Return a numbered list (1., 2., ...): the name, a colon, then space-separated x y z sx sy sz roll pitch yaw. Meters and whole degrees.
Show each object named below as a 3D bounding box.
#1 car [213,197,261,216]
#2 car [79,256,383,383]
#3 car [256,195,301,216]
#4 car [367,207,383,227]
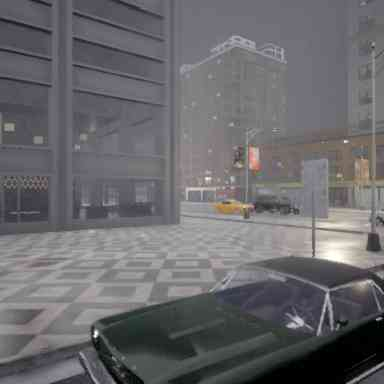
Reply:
1. car: 4.287 1.570 34.281 1.882 1.535 5.008 0 0 -36
2. car: 1.156 1.601 4.162 4.718 1.301 1.895 0 0 -35
3. car: 8.646 1.302 33.791 2.150 2.045 5.566 0 0 -36
4. car: 13.485 1.554 20.842 1.812 1.442 4.674 0 0 -31
